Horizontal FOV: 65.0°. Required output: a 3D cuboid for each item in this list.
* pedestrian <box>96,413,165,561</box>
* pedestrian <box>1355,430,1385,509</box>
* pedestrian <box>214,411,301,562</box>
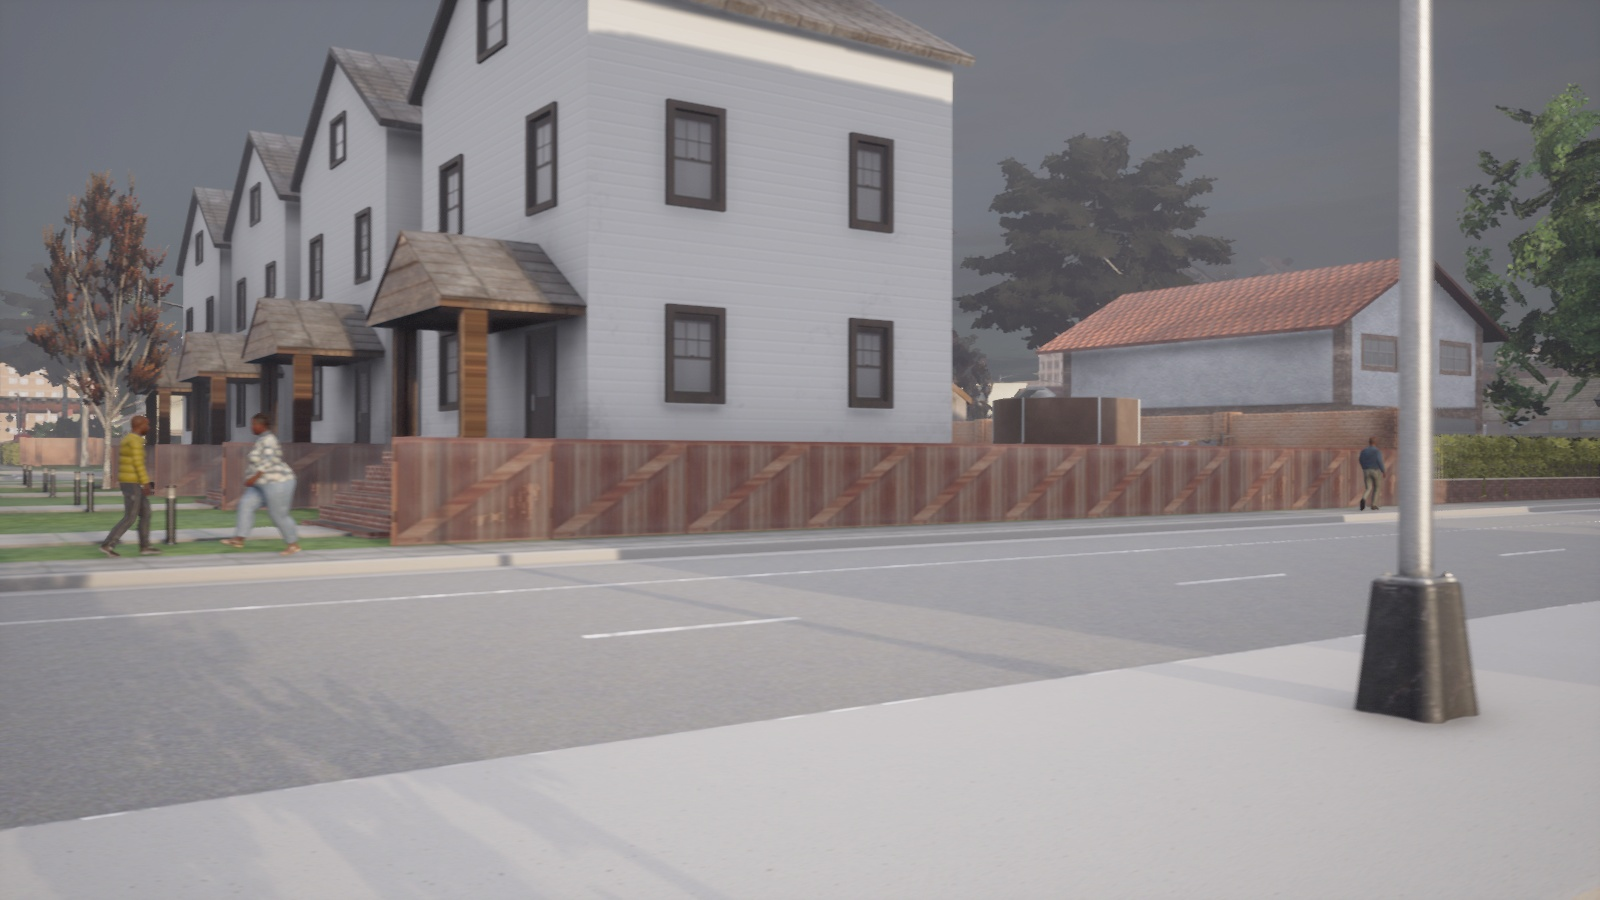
[{"bbox_3d":[-8.493,0.460,15.924,0.726,1.835,0.370,0,0,-36],"label":"pedestrian"},{"bbox_3d":[13.423,0.443,29.564,0.726,1.835,0.370,0,0,-43],"label":"pedestrian"},{"bbox_3d":[-6.972,0.453,16.125,0.900,1.855,0.874,0,0,-33],"label":"pedestrian"}]
